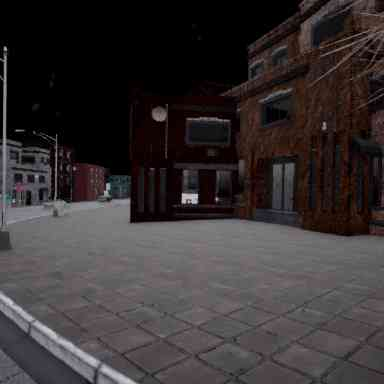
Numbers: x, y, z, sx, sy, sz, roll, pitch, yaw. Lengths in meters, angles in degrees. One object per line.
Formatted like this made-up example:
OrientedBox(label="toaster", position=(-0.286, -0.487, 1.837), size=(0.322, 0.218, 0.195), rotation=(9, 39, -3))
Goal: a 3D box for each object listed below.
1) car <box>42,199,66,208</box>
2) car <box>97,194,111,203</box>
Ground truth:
OrientedBox(label="car", position=(-20.714, 1.749, 50.018), size=(1.895, 1.301, 4.718), rotation=(1, 0, 0))
OrientedBox(label="car", position=(-20.887, 1.575, 79.028), size=(2.150, 2.045, 5.566), rotation=(1, -1, 0))
